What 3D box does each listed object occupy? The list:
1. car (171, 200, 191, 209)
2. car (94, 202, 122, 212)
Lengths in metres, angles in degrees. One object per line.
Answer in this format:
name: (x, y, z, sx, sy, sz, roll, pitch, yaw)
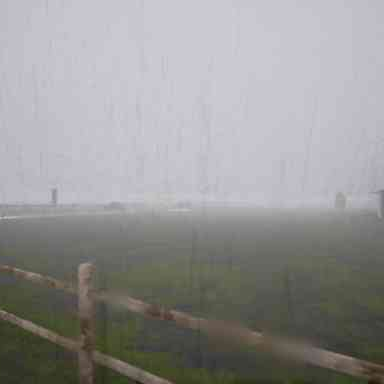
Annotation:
car: (-2.164, 2.413, 65.141, 2.097, 1.767, 4.553, 0, -1, 36)
car: (-12.667, 2.180, 50.559, 1.812, 1.442, 4.674, 0, -1, 36)
